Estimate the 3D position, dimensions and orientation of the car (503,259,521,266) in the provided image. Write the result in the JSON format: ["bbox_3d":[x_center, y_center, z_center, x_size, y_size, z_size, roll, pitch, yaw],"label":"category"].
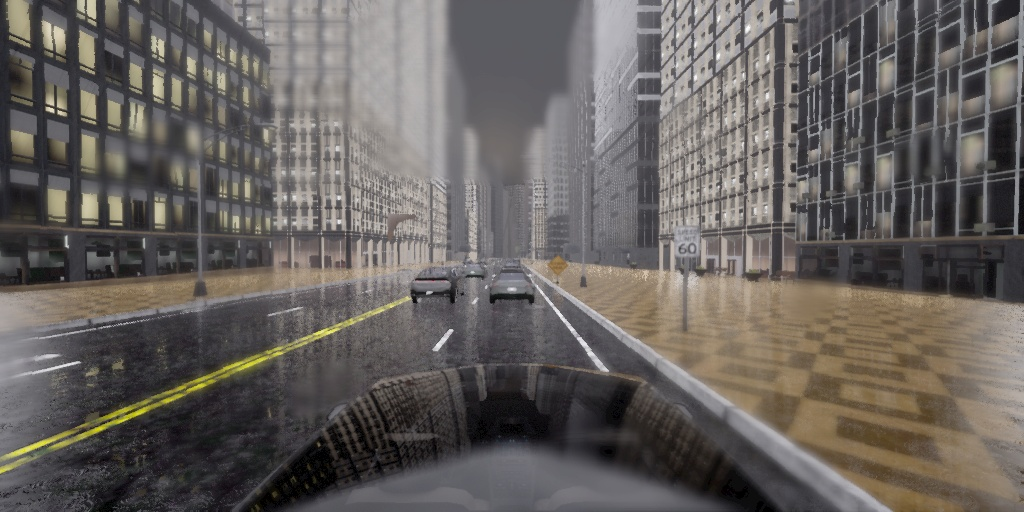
[{"bbox_3d":[0.000,1.236,31.503,2.128,1.511,4.902,0,0,0],"label":"car"}]

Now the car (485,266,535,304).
[{"bbox_3d":[0.000,1.317,16.503,1.994,1.385,4.181,0,0,0],"label":"car"}]

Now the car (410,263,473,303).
[{"bbox_3d":[-3.250,1.240,16.502,2.128,1.511,4.902,0,0,0],"label":"car"}]

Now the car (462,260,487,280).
[{"bbox_3d":[-3.250,1.313,31.504,1.994,1.385,4.181,0,0,0],"label":"car"}]

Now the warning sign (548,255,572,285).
[{"bbox_3d":[2.850,0.858,22.470,1.300,1.860,1.060,0,0,0],"label":"warning sign"}]
